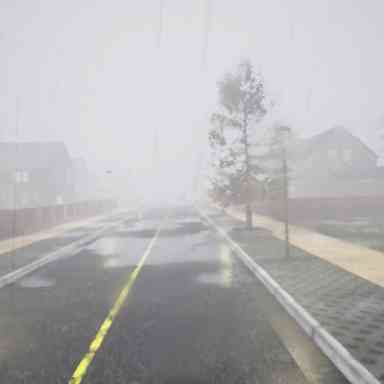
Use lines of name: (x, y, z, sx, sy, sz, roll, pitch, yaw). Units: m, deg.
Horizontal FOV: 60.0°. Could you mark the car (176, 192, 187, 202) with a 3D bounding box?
car: (-2.218, 1.129, 70.898, 2.150, 2.045, 5.566, -2, 0, -2)
